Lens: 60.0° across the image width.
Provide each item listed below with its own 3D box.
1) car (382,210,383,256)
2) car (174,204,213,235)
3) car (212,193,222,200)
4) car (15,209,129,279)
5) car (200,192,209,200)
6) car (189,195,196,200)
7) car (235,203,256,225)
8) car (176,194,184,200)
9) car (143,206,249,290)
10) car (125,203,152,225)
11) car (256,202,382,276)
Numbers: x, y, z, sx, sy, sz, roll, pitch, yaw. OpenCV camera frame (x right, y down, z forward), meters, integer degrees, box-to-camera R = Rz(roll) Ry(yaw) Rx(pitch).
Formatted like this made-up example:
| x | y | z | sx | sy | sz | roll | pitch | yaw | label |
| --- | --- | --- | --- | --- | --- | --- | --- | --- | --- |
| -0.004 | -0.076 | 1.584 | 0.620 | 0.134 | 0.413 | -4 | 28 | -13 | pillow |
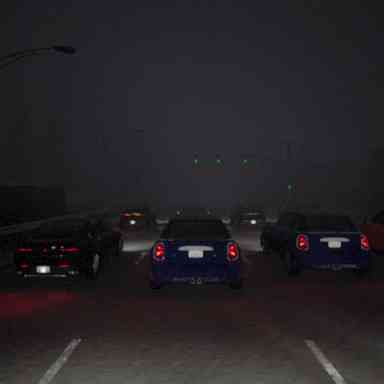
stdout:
| x | y | z | sx | sy | sz | roll | pitch | yaw | label |
| --- | --- | --- | --- | --- | --- | --- | --- | --- | --- |
| 7.099 | 1.351 | 11.164 | 2.097 | 1.767 | 4.553 | 0 | 0 | 0 | car |
| 0.087 | 1.546 | 19.932 | 2.033 | 1.411 | 5.357 | 0 | 0 | 0 | car |
| 7.081 | 1.211 | 90.918 | 2.150 | 2.045 | 5.566 | 0 | 0 | 0 | car |
| -3.402 | 1.506 | 10.053 | 1.837 | 1.490 | 4.892 | 0 | 0 | 0 | car |
| 3.581 | 1.525 | 90.891 | 2.033 | 1.411 | 5.357 | 0 | 0 | 0 | car |
| 0.082 | 1.511 | 91.311 | 1.812 | 1.442 | 4.674 | 0 | 0 | 0 | car |
| 3.594 | 1.502 | 21.807 | 1.837 | 1.490 | 4.892 | 0 | 0 | 0 | car |
| -3.419 | 1.463 | 90.898 | 1.882 | 1.535 | 5.008 | 0 | 0 | 0 | car |
| 0.093 | 1.351 | 9.225 | 2.097 | 1.767 | 4.553 | 0 | 0 | 0 | car |
| -3.407 | 1.503 | 21.617 | 1.837 | 1.490 | 4.892 | 0 | 0 | 0 | car |
| 3.598 | 1.351 | 10.495 | 2.097 | 1.767 | 4.553 | 0 | 0 | 0 | car |
